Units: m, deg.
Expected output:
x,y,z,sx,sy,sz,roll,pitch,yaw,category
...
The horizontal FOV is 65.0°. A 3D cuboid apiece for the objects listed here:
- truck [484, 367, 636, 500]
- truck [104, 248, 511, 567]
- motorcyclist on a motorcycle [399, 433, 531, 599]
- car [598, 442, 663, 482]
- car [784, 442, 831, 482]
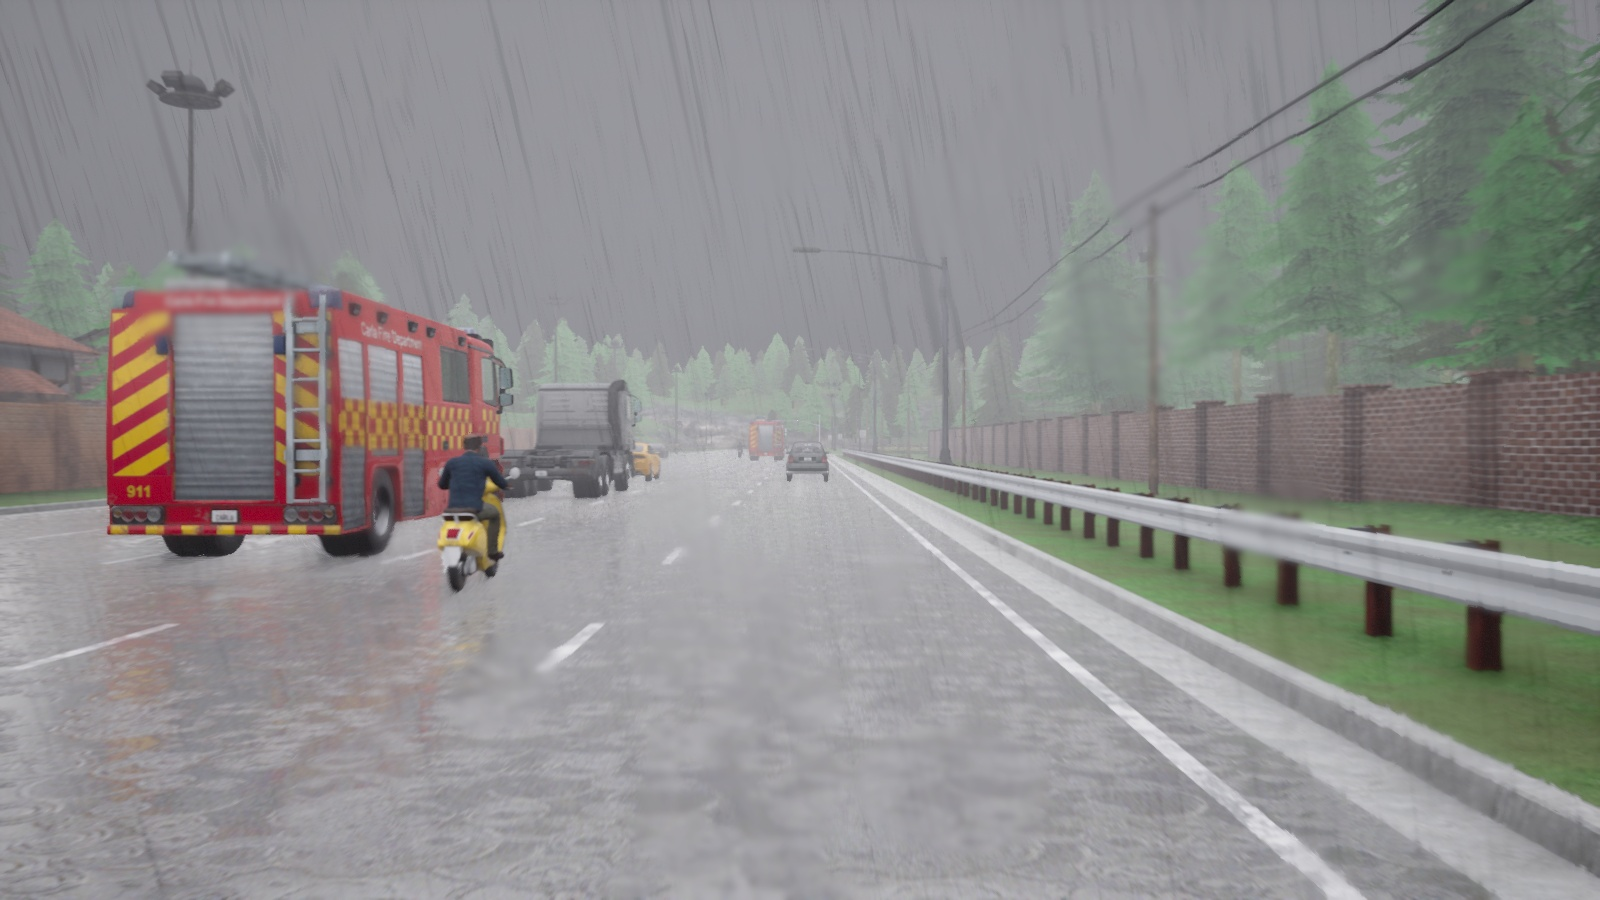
x,y,z,sx,sy,sz,roll,pitch,yaw,category
-6.775,-0.445,36.761,2.891,3.462,7.936,0,0,0,truck
-6.874,-0.532,19.294,2.891,3.827,8.468,0,0,0,truck
-3.411,0.625,12.954,0.866,1.590,1.817,0,0,0,motorcyclist on a motorcycle
-6.700,0.439,50.167,1.882,1.535,5.008,0,0,0,car
0.302,0.444,50.519,1.789,1.549,3.705,0,0,0,car
